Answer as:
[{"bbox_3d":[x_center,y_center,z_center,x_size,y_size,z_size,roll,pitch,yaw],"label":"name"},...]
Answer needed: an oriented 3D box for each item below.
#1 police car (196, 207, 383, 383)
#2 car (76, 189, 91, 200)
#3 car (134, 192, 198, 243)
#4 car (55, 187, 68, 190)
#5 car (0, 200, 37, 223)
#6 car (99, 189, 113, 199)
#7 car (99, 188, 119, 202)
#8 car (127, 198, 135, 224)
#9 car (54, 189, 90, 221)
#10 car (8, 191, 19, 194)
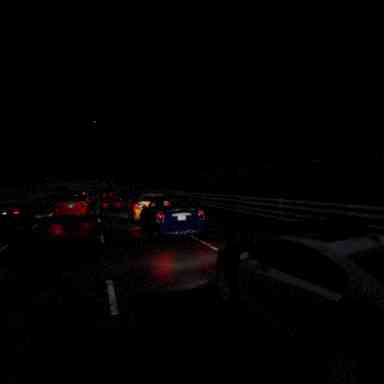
[{"bbox_3d":[1.846,1.194,4.727,1.930,1.638,5.238,-2,2,-17],"label":"police car"},{"bbox_3d":[-16.918,0.391,51.961,2.128,1.511,4.902,-2,2,-17],"label":"car"},{"bbox_3d":[-0.983,0.918,14.170,2.097,1.767,4.553,-2,2,-17],"label":"car"},{"bbox_3d":[-21.476,0.177,54.954,2.150,2.045,5.566,-2,2,-17],"label":"car"},{"bbox_3d":[-11.486,1.235,21.609,2.033,1.411,5.357,-2,2,-17],"label":"car"},{"bbox_3d":[-14.303,0.259,55.078,2.033,1.411,5.357,-2,2,-17],"label":"car"},{"bbox_3d":[-10.603,0.329,42.889,2.097,1.767,4.553,-2,2,-16],"label":"car"},{"bbox_3d":[-2.701,0.794,19.918,2.097,1.767,4.553,-2,2,-17],"label":"car"},{"bbox_3d":[-8.250,0.886,22.961,2.097,1.767,4.553,-2,2,-17],"label":"car"},{"bbox_3d":[-36.217,0.529,67.319,1.895,1.301,4.718,-2,2,-17],"label":"car"}]
